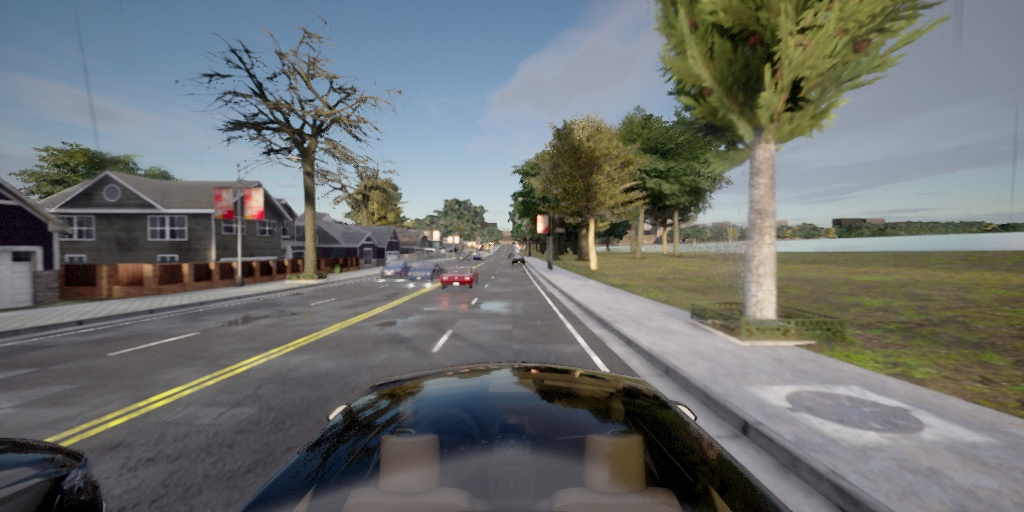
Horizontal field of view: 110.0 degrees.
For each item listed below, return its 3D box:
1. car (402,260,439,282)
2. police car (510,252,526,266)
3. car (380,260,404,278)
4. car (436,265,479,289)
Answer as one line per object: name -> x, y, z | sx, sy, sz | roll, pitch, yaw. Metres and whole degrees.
car -> -6.603, 1.160, 28.017 | 2.033, 1.411, 5.357 | 0, 1, 0
police car -> 0.968, 0.573, 51.986 | 1.930, 1.638, 5.238 | 0, 1, 0
car -> -9.848, 1.097, 31.019 | 1.812, 1.442, 4.674 | 0, 1, 0
car -> -3.152, 1.273, 22.483 | 1.895, 1.301, 4.718 | 0, 1, 0
